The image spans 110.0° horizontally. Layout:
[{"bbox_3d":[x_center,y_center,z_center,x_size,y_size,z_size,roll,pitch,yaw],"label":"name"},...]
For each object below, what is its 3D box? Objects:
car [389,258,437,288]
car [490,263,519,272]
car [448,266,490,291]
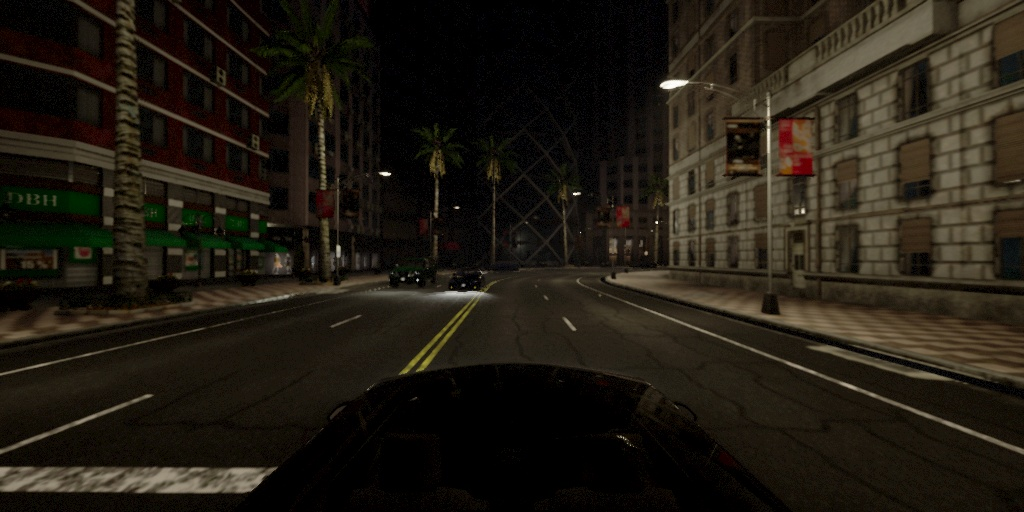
[{"bbox_3d":[-6.953,1.142,25.865,2.150,2.045,5.566,0,0,2],"label":"car"},{"bbox_3d":[-1.560,1.687,52.941,5.357,1.411,2.033,0,0,-36],"label":"car"},{"bbox_3d":[-2.810,1.529,23.242,1.994,1.385,4.181,0,0,2],"label":"car"}]
